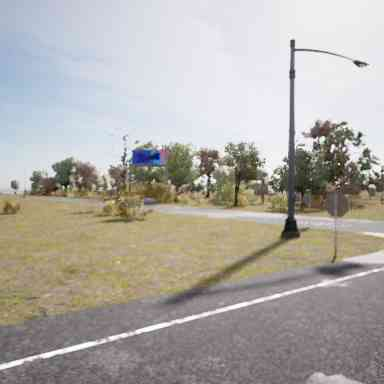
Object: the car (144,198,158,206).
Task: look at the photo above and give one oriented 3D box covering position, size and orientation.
[{"bbox_3d":[-7.816,1.718,58.210,2.033,1.411,5.357,1,0,-33],"label":"car"}]
